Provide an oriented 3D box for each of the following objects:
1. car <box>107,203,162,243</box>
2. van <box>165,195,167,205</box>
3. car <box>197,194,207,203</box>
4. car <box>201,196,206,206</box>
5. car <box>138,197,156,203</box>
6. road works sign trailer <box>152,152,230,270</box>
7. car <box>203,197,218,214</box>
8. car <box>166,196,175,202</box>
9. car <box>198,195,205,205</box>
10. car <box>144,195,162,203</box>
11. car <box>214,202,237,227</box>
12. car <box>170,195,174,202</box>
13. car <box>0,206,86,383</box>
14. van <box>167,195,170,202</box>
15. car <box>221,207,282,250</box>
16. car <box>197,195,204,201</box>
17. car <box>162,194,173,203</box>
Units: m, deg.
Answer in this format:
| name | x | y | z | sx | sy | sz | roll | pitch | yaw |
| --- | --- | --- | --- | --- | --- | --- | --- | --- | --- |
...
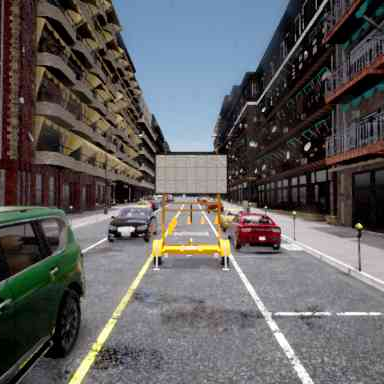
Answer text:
| name | x | y | z | sx | sy | sz | roll | pitch | yaw |
| --- | --- | --- | --- | --- | --- | --- | --- | --- | --- |
| car | -2.790 | 1.511 | 16.353 | 2.128 | 1.511 | 4.902 | 0 | 0 | 0 |
| van | -5.400 | 1.454 | 53.097 | 1.690 | 1.788 | 3.998 | 2 | 0 | 0 |
| car | 2.387 | 1.543 | 80.707 | 2.192 | 1.841 | 5.009 | 1 | 0 | 0 |
| car | 2.497 | 1.629 | 41.991 | 2.008 | 1.369 | 4.403 | 1 | 0 | 0 |
| car | -5.370 | 1.589 | 36.336 | 1.752 | 1.417 | 4.829 | 2 | 0 | 0 |
| road works sign trailer | -0.022 | 0.475 | 10.998 | 2.380 | 3.560 | 2.880 | 0 | 0 | 0 |
| car | 2.509 | 1.609 | 36.460 | 1.887 | 1.381 | 4.507 | 1 | 0 | 0 |
| car | -5.477 | 1.822 | 86.281 | 1.947 | 1.339 | 4.313 | 1 | 0 | 0 |
| car | 2.463 | 1.678 | 58.583 | 1.887 | 1.381 | 4.507 | 1 | 0 | 0 |
| car | -5.376 | 1.394 | 42.038 | 2.192 | 1.841 | 5.009 | 2 | 0 | 0 |
| car | 2.545 | 1.551 | 20.039 | 1.752 | 1.417 | 4.829 | 1 | 0 | 0 |
| car | -5.436 | 1.494 | 69.690 | 2.192 | 1.841 | 5.009 | 1 | 0 | 0 |
| car | -2.749 | 1.224 | 3.096 | 2.150 | 2.045 | 5.566 | 0 | 0 | 0 |
| van | -5.413 | 1.474 | 58.629 | 1.690 | 1.788 | 3.998 | 1 | 0 | 0 |
| car | 2.556 | 1.561 | 14.337 | 1.887 | 1.381 | 4.507 | 1 | 0 | 0 |
| car | 2.360 | 1.726 | 91.770 | 1.967 | 1.590 | 4.097 | 1 | 0 | 0 |
| car | -5.447 | 1.518 | 75.219 | 2.192 | 1.841 | 5.009 | 1 | 0 | 0 |
